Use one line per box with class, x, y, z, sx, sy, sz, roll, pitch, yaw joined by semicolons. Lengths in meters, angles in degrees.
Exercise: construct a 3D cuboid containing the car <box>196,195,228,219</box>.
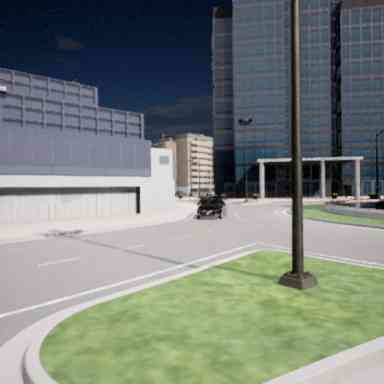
car;1.605;1.213;25.414;1.837;1.490;4.892;-1;1;13
